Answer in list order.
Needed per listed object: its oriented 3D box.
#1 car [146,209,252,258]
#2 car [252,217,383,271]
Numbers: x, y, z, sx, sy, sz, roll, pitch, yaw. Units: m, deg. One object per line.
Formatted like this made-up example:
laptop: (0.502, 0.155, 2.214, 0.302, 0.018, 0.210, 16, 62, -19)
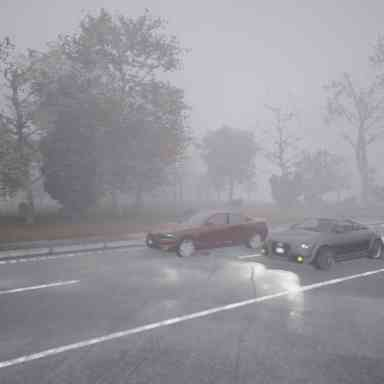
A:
car: (0.689, 1.431, 12.693, 5.008, 1.535, 1.882, 0, 0, -32)
car: (4.287, 1.526, 10.823, 4.181, 1.385, 1.994, 0, 0, -31)
